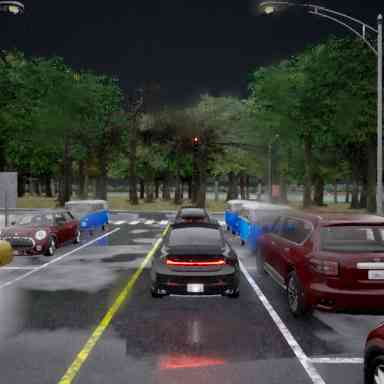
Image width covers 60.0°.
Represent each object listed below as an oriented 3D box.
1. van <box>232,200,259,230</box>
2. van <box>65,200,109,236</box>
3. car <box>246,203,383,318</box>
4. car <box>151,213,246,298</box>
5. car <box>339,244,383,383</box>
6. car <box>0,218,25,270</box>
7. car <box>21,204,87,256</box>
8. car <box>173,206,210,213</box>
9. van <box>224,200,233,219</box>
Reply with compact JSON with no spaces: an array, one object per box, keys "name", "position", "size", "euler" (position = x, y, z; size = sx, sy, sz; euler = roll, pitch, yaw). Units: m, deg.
[{"name":"van","position":[2.755,1.342,12.776],"size":[1.690,1.788,3.998],"euler":[0,0,0]},{"name":"van","position":[-5.773,1.343,18.209],"size":[1.690,1.788,3.998],"euler":[0,0,0]},{"name":"car","position":[2.758,1.315,7.339],"size":[2.192,1.841,5.009],"euler":[0,0,0]},{"name":"car","position":[0.073,1.505,8.510],"size":[1.837,1.490,4.892],"euler":[0,0,0]},{"name":"car","position":[2.762,1.440,1.901],"size":[1.967,1.590,4.097],"euler":[0,0,0]},{"name":"car","position":[-5.767,1.526,7.164],"size":[1.752,1.417,4.829],"euler":[0,0,0]},{"name":"car","position":[-5.770,1.441,12.771],"size":[1.967,1.590,4.097],"euler":[0,0,0]},{"name":"car","position":[0.002,1.506,17.914],"size":[1.837,1.490,4.892],"euler":[0,0,-1]},{"name":"van","position":[2.752,1.343,18.214],"size":[1.690,1.788,3.998],"euler":[0,0,0]}]
